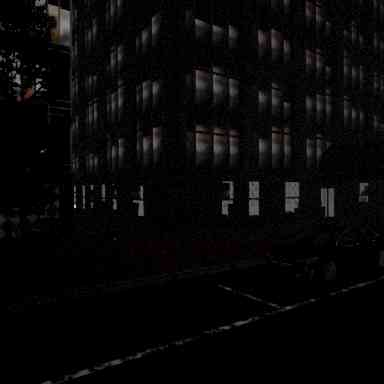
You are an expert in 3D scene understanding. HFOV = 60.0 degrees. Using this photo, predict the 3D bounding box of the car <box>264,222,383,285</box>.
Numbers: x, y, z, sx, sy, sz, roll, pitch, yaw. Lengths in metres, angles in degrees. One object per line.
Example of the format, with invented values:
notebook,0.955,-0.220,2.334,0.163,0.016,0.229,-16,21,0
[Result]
car,3.926,1.549,9.396,4.403,1.369,2.008,0,-1,-36
